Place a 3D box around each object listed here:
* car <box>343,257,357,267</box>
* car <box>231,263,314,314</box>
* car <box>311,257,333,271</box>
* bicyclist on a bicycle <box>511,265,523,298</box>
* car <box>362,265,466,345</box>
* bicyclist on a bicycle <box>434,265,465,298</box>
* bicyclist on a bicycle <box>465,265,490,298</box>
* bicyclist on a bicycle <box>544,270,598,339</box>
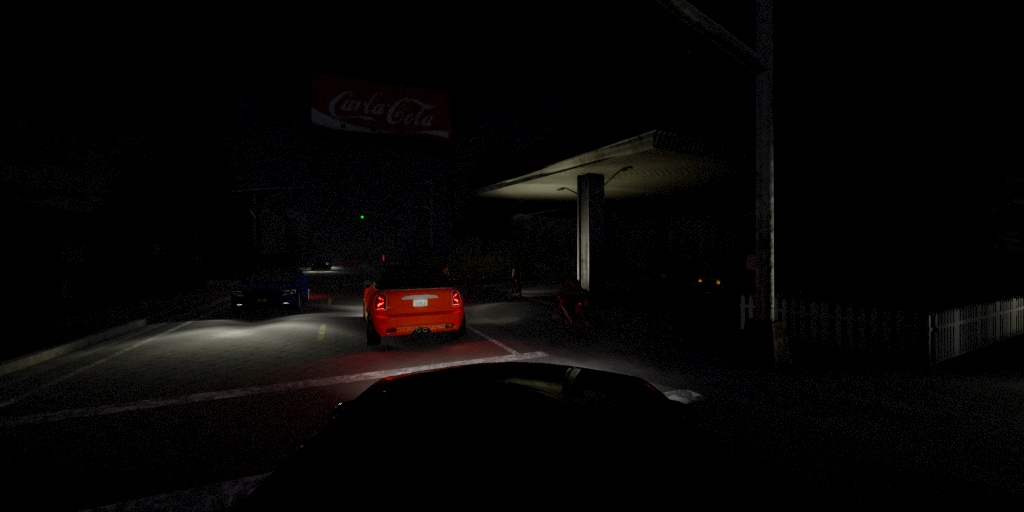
[{"bbox_3d":[-26.859,0.945,59.403,2.097,1.767,4.553,0,0,-26],"label":"car"},{"bbox_3d":[-8.880,1.146,13.525,1.882,1.535,5.008,1,-1,-25],"label":"car"},{"bbox_3d":[-24.746,0.967,46.478,2.097,1.767,4.553,0,0,-25],"label":"car"},{"bbox_3d":[0.252,1.270,18.092,0.582,1.620,1.656,0,0,14],"label":"bicyclist on a bicycle"},{"bbox_3d":[-2.779,1.001,9.478,2.097,1.767,4.553,0,0,-24],"label":"car"},{"bbox_3d":[-3.117,1.235,16.490,1.656,1.620,0.582,1,0,35],"label":"bicyclist on a bicycle"},{"bbox_3d":[-1.853,1.265,17.912,1.656,1.620,0.582,1,0,-23],"label":"bicyclist on a bicycle"},{"bbox_3d":[1.450,1.180,8.915,0.582,1.620,1.656,3,-2,-44],"label":"bicyclist on a bicycle"}]
